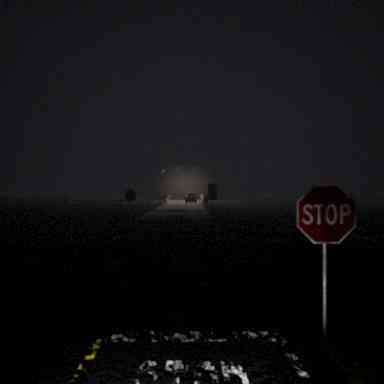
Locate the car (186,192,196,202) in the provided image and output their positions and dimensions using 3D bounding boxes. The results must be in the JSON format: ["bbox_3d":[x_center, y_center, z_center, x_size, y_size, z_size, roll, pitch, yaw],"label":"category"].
[{"bbox_3d":[-0.211,0.932,71.052,2.150,2.045,5.566,0,0,0],"label":"car"}]

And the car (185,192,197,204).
[{"bbox_3d":[-0.181,1.201,60.987,2.097,1.767,4.553,0,0,0],"label":"car"}]
